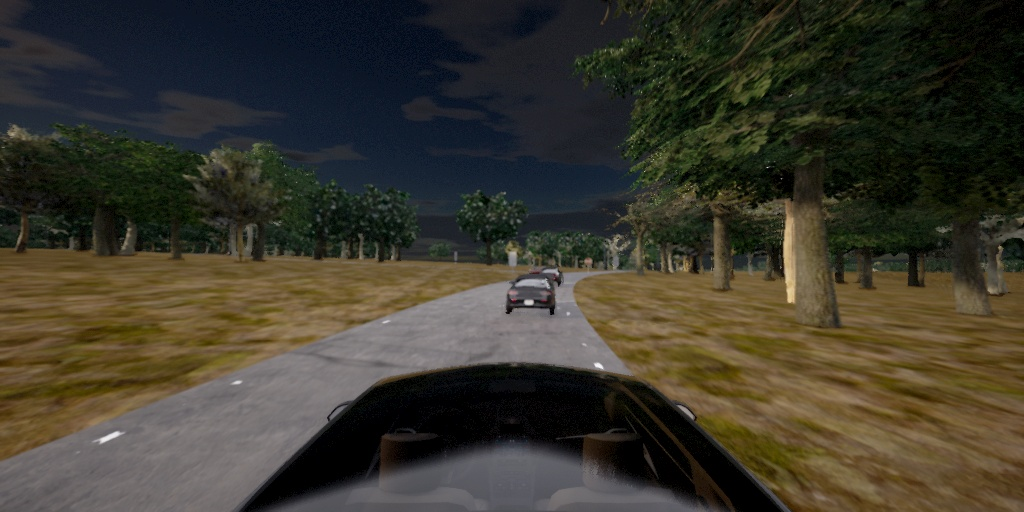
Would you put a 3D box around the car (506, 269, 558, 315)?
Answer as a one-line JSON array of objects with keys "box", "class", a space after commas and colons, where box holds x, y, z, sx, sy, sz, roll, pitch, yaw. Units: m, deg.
[{"box": [0.845, 1.449, 14.596, 1.812, 1.442, 4.674, 0, -1, 7], "class": "car"}]

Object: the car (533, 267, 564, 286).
[{"box": [3.155, 1.654, 29.299, 1.812, 1.442, 4.674, 0, -1, 12], "class": "car"}]
